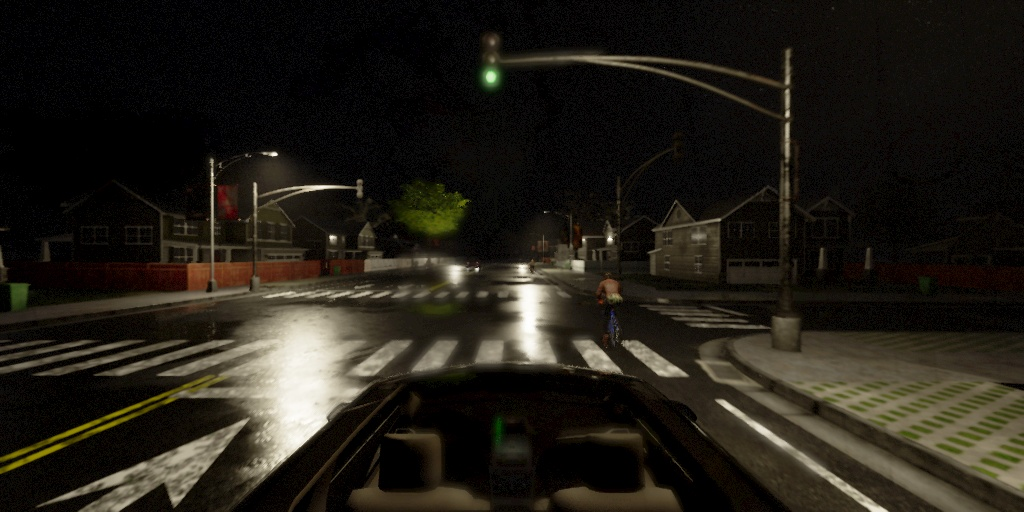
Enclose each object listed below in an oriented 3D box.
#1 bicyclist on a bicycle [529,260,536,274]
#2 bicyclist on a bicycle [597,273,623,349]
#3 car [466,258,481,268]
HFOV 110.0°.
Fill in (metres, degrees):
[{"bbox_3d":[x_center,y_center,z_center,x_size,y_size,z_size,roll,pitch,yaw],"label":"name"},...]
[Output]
[{"bbox_3d":[2.267,1.216,39.822,0.866,1.612,1.509,0,0,0],"label":"bicyclist on a bicycle"},{"bbox_3d":[2.250,1.212,8.257,0.582,1.620,1.656,0,0,0],"label":"bicyclist on a bicycle"},{"bbox_3d":[-6.504,1.135,61.013,2.097,1.767,4.553,0,0,0],"label":"car"}]
